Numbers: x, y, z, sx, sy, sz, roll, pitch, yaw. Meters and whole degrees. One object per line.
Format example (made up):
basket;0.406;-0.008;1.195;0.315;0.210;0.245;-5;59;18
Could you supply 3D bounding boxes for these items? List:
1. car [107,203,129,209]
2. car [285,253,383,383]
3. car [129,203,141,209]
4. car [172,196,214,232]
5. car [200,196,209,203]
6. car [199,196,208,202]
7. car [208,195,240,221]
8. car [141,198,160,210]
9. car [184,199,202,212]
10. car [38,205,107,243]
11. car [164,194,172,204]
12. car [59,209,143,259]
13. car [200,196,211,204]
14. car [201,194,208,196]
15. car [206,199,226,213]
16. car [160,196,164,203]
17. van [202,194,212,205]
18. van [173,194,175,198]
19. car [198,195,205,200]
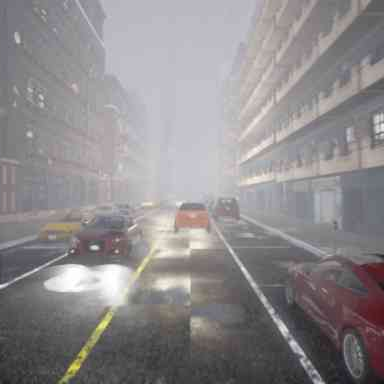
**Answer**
car;-5.691;1.552;21.650;2.008;1.369;4.403;1;0;0
car;2.696;1.582;5.069;1.802;1.307;4.206;1;0;0
car;-5.694;1.546;27.173;1.887;1.381;4.507;1;0;0
car;0.046;1.352;20.301;2.097;1.767;4.553;0;0;0
car;2.669;1.561;71.350;1.887;1.381;4.507;0;0;0
car;2.666;1.585;76.874;1.947;1.339;4.313;0;0;0
car;2.690;1.317;27.163;2.192;1.841;5.009;1;0;0
car;-5.700;1.530;43.572;1.752;1.417;4.829;1;0;0
car;0.078;1.552;39.535;2.033;1.411;5.357;0;0;0
car;-5.689;1.526;15.956;1.752;1.417;4.829;1;0;0
car;-5.709;1.563;65.837;2.008;1.369;4.403;1;0;0
car;-3.066;1.564;12.489;1.994;1.385;4.181;0;0;0
car;2.672;1.558;65.827;1.887;1.381;4.507;1;0;0
car;2.677;1.449;54.780;1.967;1.590;4.097;1;0;0
car;2.683;1.570;38.209;1.947;1.339;4.313;1;0;0
car;-5.703;1.557;49.266;2.008;1.369;4.403;1;0;0
van;2.676;1.352;60.303;1.690;1.788;3.998;1;0;0
van;-5.719;1.369;93.453;1.690;1.788;3.998;1;0;0
car;2.660;1.554;93.614;1.752;1.417;4.829;0;0;0
